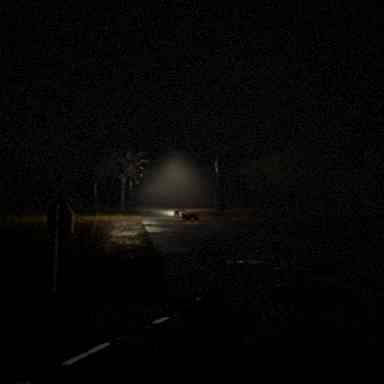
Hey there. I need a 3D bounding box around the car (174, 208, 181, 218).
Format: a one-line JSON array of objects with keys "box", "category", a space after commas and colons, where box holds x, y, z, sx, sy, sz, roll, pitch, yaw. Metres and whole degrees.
[{"box": [-1.989, 3.605, 57.184, 1.837, 1.490, 4.892, 1, -2, -10], "category": "car"}]

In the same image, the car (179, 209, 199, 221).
[{"box": [-0.286, 3.387, 47.361, 1.895, 1.301, 4.718, 1, -2, -10], "category": "car"}]
